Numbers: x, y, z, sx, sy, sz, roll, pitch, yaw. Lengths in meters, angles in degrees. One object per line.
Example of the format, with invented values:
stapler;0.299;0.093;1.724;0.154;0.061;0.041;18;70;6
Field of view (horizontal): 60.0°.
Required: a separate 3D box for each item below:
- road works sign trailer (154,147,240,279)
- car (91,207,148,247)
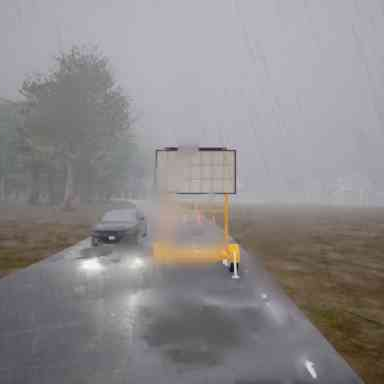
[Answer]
road works sign trailer;0.110;0.464;10.063;2.380;3.560;2.880;0;0;-1
car;-3.121;1.476;15.130;1.882;1.535;5.008;0;0;-2
